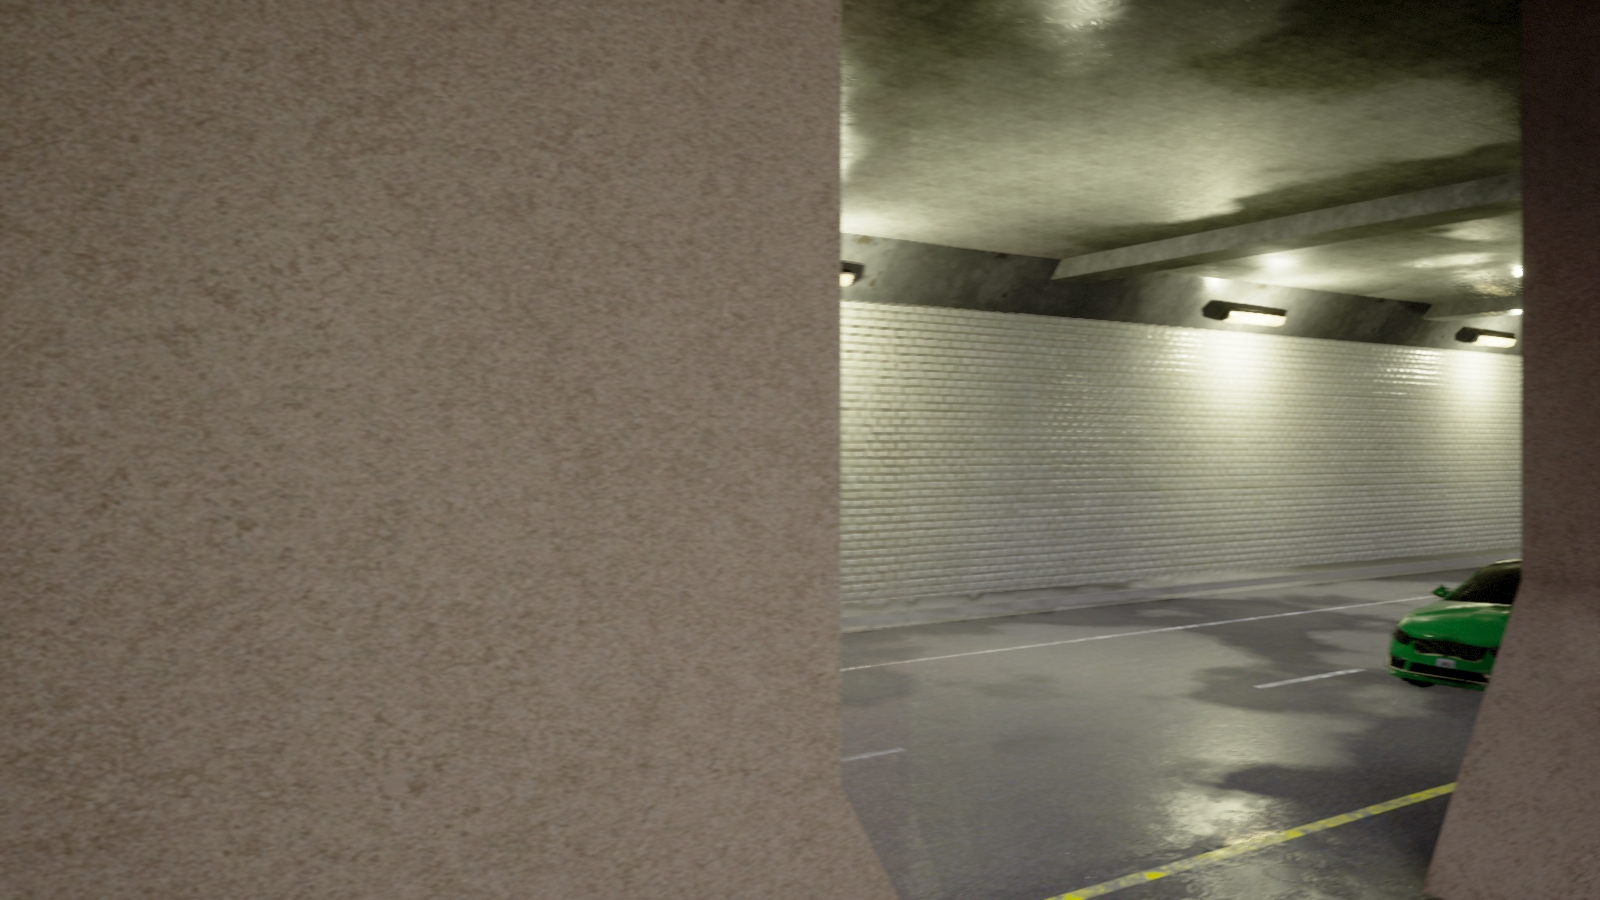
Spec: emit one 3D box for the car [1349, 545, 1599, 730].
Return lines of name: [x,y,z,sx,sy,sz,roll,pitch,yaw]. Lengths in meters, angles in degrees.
car: [9.057,2.059,13.670,4.892,1.480,2.231,0,0,-32]
